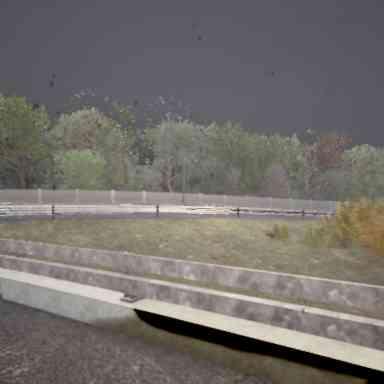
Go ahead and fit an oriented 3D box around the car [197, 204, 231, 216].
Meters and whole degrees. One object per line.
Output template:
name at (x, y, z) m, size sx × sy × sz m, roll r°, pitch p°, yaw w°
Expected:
car at (2.969, 2.411, 45.371) m, size 5.008 × 1.535 × 1.882 m, roll 3°, pitch -2°, yaw -26°
